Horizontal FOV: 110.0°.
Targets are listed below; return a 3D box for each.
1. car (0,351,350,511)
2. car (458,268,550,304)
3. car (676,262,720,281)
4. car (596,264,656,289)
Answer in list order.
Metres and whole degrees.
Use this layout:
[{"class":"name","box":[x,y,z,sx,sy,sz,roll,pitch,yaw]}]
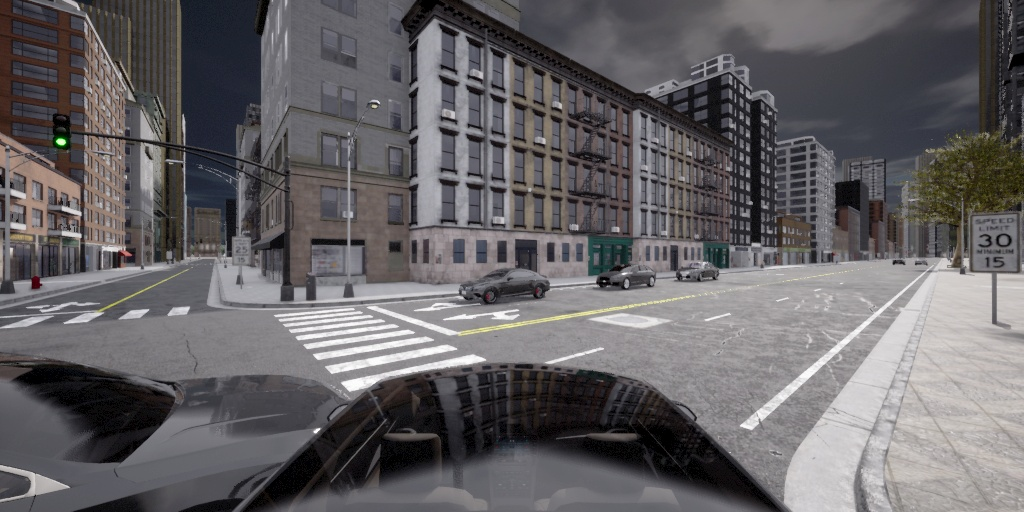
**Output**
[{"class":"car","box":[-3.242,1.257,1.617,4.892,1.490,1.837,0,0,-35]},{"class":"car","box":[-0.237,1.285,16.625,4.674,1.442,1.812,0,0,-40]},{"class":"car","box":[15.311,1.233,29.507,4.902,1.511,2.128,0,0,-40]},{"class":"car","box":[7.379,1.256,22.941,4.892,1.490,1.837,0,0,-40]}]
